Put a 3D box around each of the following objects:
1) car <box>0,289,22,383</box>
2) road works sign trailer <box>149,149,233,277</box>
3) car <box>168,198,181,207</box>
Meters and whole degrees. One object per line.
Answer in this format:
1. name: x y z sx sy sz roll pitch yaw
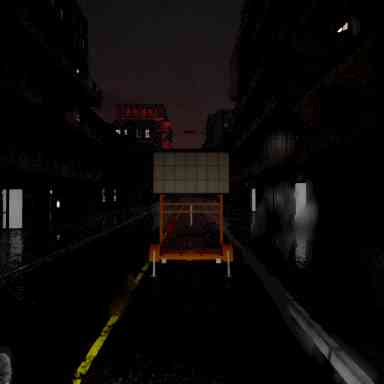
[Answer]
1. car: -2.858 1.527 2.066 1.812 1.442 4.674 0 0 0
2. road works sign trailer: -0.022 0.477 10.257 2.380 3.560 2.880 0 0 0
3. car: -2.867 1.682 54.559 1.882 1.535 5.008 0 0 0
